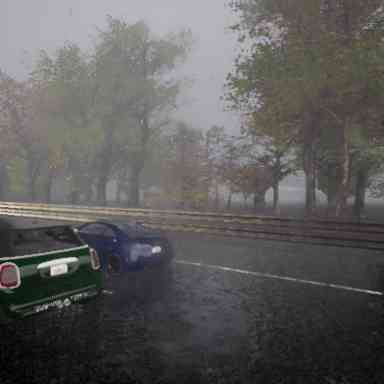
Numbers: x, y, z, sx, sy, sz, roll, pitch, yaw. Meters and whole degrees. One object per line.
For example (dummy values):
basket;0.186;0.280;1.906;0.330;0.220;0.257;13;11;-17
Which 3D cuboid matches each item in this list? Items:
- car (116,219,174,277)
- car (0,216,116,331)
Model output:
car;-2.586;1.518;10.141;4.181;1.385;1.994;0;0;36
car;-3.964;1.311;6.823;4.553;1.767;2.097;0;0;36
